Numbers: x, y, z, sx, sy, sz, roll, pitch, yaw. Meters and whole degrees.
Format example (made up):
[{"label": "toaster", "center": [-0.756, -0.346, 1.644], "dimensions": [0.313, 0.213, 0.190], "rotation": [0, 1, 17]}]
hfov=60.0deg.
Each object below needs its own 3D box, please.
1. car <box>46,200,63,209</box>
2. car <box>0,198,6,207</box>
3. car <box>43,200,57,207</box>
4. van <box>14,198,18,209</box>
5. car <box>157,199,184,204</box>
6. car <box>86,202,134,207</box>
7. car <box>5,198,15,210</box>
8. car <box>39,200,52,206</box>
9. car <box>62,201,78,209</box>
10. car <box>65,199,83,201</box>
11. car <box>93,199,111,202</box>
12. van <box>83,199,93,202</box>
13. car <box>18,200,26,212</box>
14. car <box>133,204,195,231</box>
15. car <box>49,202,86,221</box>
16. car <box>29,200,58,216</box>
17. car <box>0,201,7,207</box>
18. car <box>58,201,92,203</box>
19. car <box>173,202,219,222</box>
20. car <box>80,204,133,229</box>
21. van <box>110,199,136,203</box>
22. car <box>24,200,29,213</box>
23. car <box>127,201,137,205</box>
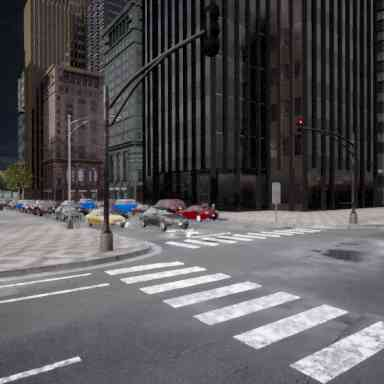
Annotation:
[{"label": "car", "center": [-25.120, 2.316, 60.726], "dimensions": [1.882, 1.535, 5.008], "rotation": [0, -1, -35]}, {"label": "car", "center": [-41.478, 2.667, 73.553], "dimensions": [1.887, 1.381, 4.507], "rotation": [-1, 0, -36]}, {"label": "car", "center": [-31.921, 2.595, 74.838], "dimensions": [1.947, 1.339, 4.313], "rotation": [-1, 0, -36]}, {"label": "van", "center": [-26.333, 2.123, 52.320], "dimensions": [1.690, 1.788, 3.998], "rotation": [-1, 0, -36]}, {"label": "car", "center": [-2.472, 1.668, 33.567], "dimensions": [2.192, 1.841, 5.009], "rotation": [-1, 0, -36]}, {"label": "car", "center": [-7.738, 1.937, 30.862], "dimensions": [2.033, 1.411, 5.357], "rotation": [0, -1, -36]}, {"label": "car", "center": [-32.110, 2.354, 60.419], "dimensions": [1.967, 1.590, 4.097], "rotation": [-1, 0, -36]}, {"label": "car", "center": [-34.944, 2.660, 79.074], "dimensions": [1.947, 1.339, 4.313], "rotation": [-1, 0, -36]}, {"label": "car", "center": [-22.858, 2.407, 62.134], "dimensions": [1.802, 1.307, 4.206], "rotation": [-1, 0, -36]}, {"label": "car", "center": [-19.411, 2.060, 52.729], "dimensions": [2.097, 1.767, 4.553], "rotation": [0, -1, -36]}, {"label": "car", "center": [-11.321, 1.875, 46.001], "dimensions": [2.192, 1.841, 5.009], "rotation": [-1, 0, -36]}, {"label": "van", "center": [-17.220, 2.037, 54.290], "dimensions": [1.690, 1.788, 3.998], "rotation": [-1, 0, -36]}, {"label": "car", "center": [-23.493, 2.157, 48.342], "dimensions": [1.967, 1.590, 4.097], "rotation": [-1, 0, -36]}, {"label": "car", "center": [-2.059, 1.782, 22.928], "dimensions": [1.812, 1.442, 4.674], "rotation": [0, -1, -34]}, {"label": "car", "center": [-12.140, 2.004, 32.433], "dimensions": [2.008, 1.369, 4.403], "rotation": [-1, 0, -36]}, {"label": "car", "center": [-17.821, 1.901, 40.388], "dimensions": [2.192, 1.841, 5.009], "rotation": [-1, 0, -36]}, {"label": "car", "center": [-44.599, 2.771, 77.930], "dimensions": [1.802, 1.307, 4.206], "rotation": [-1, 0, -36]}, {"label": "car", "center": [-13.906, 2.081, 39.523], "dimensions": [2.033, 1.411, 5.357], "rotation": [0, -1, -35]}, {"label": "car", "center": [0.483, 1.828, 29.422], "dimensions": [1.887, 1.381, 4.507], "rotation": [-1, 0, -36]}, {"label": "car", "center": [-6.367, 1.843, 24.340], "dimensions": [1.752, 1.417, 4.829], "rotation": [-1, 0, -36]}, {"label": "van", "center": [-8.372, 1.832, 41.856], "dimensions": [1.690, 1.788, 3.998], "rotation": [-1, 0, -36]}, {"label": "car", "center": [-20.654, 2.196, 44.365], "dimensions": [1.887, 1.381, 4.507], "rotation": [-1, 0, -36]}, {"label": "car", "center": [-5.416, 2.004, 37.711], "dimensions": [1.802, 1.307, 4.206], "rotation": [-1, 0, -36]}]
